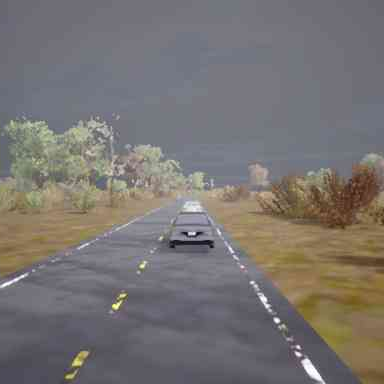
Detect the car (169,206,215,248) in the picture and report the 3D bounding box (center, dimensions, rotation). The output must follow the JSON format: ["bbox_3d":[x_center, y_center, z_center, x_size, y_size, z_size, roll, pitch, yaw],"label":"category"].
[{"bbox_3d":[0.000,1.562,14.650,2.033,1.411,5.357,0,0,0],"label":"car"}]

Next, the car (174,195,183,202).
[{"bbox_3d":[-3.000,1.511,76.739,1.812,1.442,4.674,0,0,0],"label":"car"}]

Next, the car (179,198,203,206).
[{"bbox_3d":[0.000,1.531,29.650,1.812,1.442,4.674,0,0,0],"label":"car"}]
